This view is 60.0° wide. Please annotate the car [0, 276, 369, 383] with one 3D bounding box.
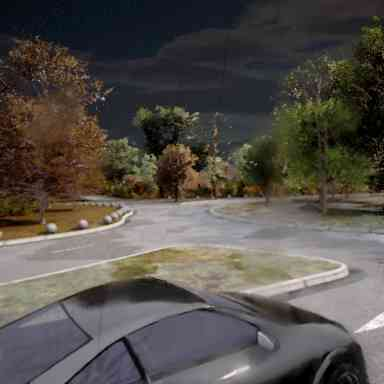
[{"bbox_3d":[-0.210,1.562,3.123,4.181,1.385,1.994,0,0,-34],"label":"car"}]
